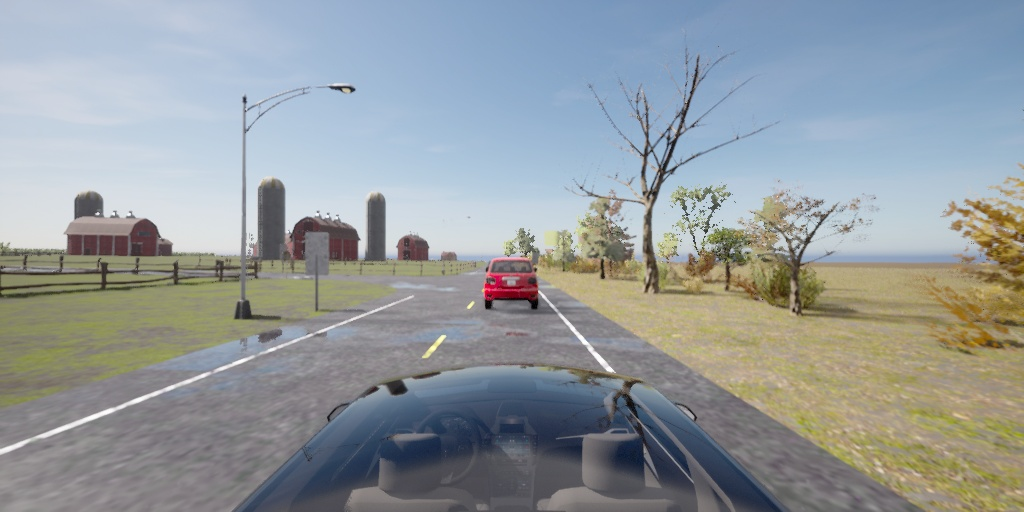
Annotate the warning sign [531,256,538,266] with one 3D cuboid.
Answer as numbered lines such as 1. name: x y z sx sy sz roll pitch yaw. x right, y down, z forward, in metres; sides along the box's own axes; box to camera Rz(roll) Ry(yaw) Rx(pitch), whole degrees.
1. warning sign: 3.071 1.383 55.199 1.300 1.860 1.060 0 0 -1

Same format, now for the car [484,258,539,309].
1. car: -0.034 1.100 15.888 2.150 2.045 5.566 0 0 0
